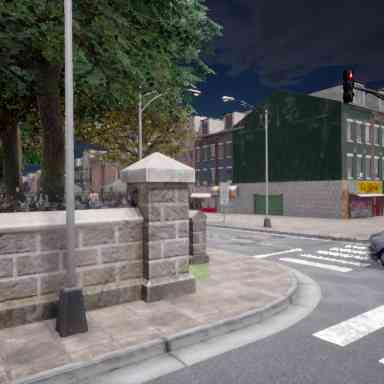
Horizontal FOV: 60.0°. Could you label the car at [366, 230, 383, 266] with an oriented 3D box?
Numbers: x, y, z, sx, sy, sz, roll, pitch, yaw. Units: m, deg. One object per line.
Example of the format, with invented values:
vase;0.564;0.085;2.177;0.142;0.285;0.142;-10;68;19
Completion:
car;7.633;1.607;10.057;4.181;1.385;1.994;-1;0;28
